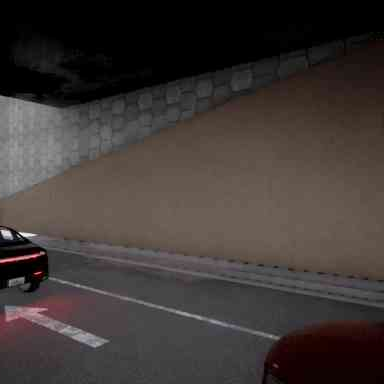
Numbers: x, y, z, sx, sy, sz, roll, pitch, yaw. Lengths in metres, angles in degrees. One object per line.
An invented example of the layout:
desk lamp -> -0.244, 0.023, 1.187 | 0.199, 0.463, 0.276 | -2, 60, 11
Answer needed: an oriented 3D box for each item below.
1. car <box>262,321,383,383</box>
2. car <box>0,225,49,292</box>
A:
car -> 2.702, 1.526, 1.957 | 4.674, 1.442, 1.812 | 0, 0, 36
car -> -5.305, 1.491, 7.728 | 4.902, 1.511, 2.128 | 0, 0, 35
